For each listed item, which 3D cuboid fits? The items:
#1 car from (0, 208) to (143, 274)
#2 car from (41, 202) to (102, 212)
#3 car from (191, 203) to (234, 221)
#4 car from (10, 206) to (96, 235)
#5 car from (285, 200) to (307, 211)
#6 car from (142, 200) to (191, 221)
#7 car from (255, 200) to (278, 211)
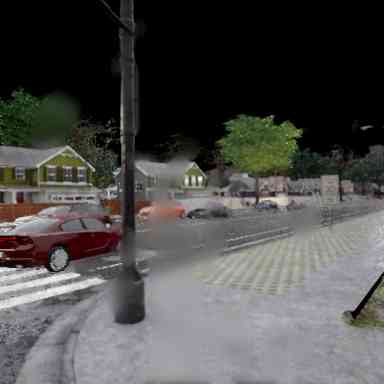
[{"bbox_3d":[-3.870,1.464,10.731,1.882,1.535,5.008,-3,-1,25],"label":"car"},{"bbox_3d":[-6.621,1.442,18.027,2.097,1.767,4.553,-1,-1,36],"label":"car"},{"bbox_3d":[1.706,1.705,29.177,2.033,1.411,5.357,-1,-1,37],"label":"car"},{"bbox_3d":[-8.573,1.662,20.883,1.812,1.442,4.674,-1,-1,37],"label":"car"},{"bbox_3d":[14.575,1.781,46.184,1.812,1.442,4.674,-1,-1,37],"label":"car"},{"bbox_3d":[-2.500,1.541,28.976,2.097,1.767,4.553,-1,-1,37],"label":"car"},{"bbox_3d":[10.374,1.809,46.037,1.812,1.442,4.674,-1,-1,37],"label":"car"}]
